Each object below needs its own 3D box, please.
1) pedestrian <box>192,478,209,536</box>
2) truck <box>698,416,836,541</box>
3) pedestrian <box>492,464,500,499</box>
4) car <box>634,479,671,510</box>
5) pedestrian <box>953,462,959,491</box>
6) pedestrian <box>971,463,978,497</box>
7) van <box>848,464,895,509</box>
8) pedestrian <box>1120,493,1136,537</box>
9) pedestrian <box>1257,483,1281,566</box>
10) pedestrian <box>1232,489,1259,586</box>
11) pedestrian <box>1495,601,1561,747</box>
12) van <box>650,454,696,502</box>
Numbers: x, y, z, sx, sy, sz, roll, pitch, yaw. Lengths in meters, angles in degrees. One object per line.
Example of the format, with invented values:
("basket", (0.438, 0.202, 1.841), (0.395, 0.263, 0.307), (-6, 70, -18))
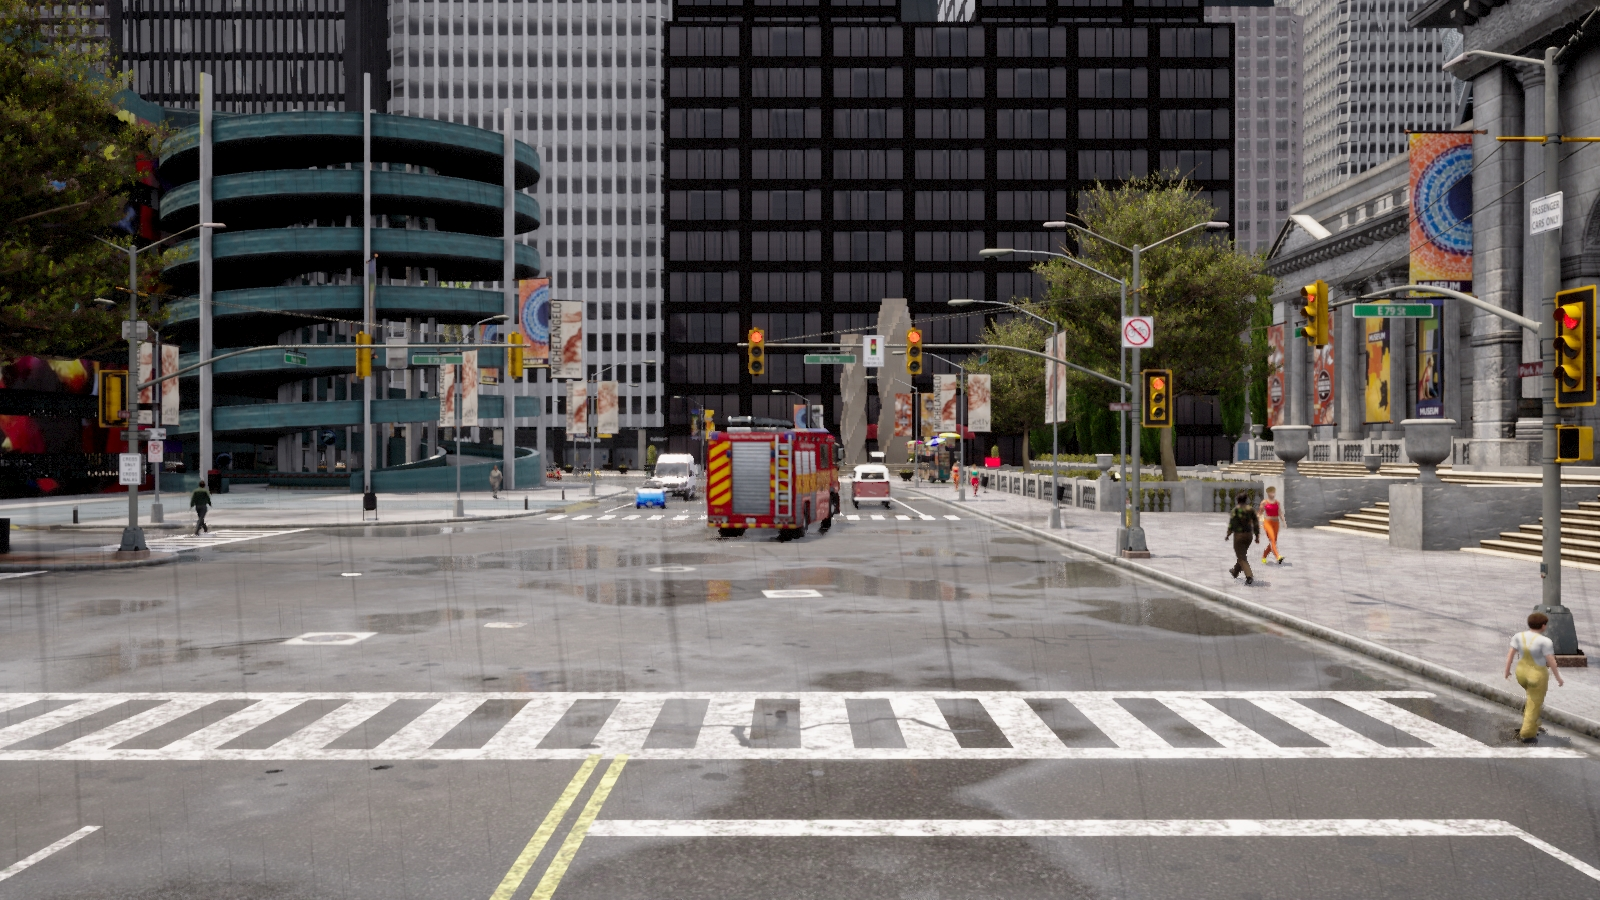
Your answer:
("pedestrian", (-19.434, 1.834, 37.047), (0.375, 1.860, 0.375), (0, 0, -7))
("truck", (-0.907, 0.875, 39.432), (2.891, 3.827, 8.468), (0, 0, 12))
("pedestrian", (-16.149, 1.673, 60.691), (0.375, 1.860, 0.375), (0, 0, -3))
("car", (-6.992, 2.099, 54.235), (1.481, 1.376, 2.207), (0, -1, 0))
("pedestrian", (9.811, 1.667, 71.767), (0.375, 1.860, 0.375), (0, 0, 4))
("pedestrian", (9.680, 1.672, 63.313), (0.375, 1.860, 0.375), (0, 0, 4))
("van", (3.468, 1.761, 56.354), (2.069, 2.038, 4.480), (0, 0, 0))
("pedestrian", (9.926, 1.963, 34.617), (0.375, 1.300, 0.375), (0, 0, -1))
("pedestrian", (10.677, 1.686, 26.021), (0.375, 1.860, 0.375), (0, 0, -3))
("pedestrian", (8.677, 1.687, 22.245), (0.375, 1.860, 0.375), (0, 0, -1))
("pedestrian", (6.953, 2.124, 10.919), (0.375, 1.300, 0.375), (0, 0, -20))
("van", (-7.040, 1.510, 64.017), (1.988, 2.561, 5.915), (0, 0, -1))
